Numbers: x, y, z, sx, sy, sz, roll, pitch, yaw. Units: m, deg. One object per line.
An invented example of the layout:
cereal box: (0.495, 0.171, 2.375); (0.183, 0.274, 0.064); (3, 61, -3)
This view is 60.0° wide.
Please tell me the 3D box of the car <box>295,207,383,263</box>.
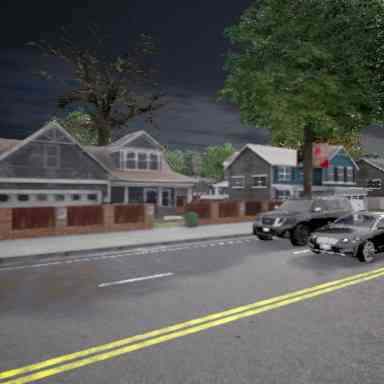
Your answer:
car: (6.290, 1.491, 12.076); (4.902, 1.511, 2.128); (0, 0, -35)

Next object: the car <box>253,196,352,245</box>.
car: (5.338, 1.223, 15.377); (5.566, 2.045, 2.150); (1, 0, -35)
